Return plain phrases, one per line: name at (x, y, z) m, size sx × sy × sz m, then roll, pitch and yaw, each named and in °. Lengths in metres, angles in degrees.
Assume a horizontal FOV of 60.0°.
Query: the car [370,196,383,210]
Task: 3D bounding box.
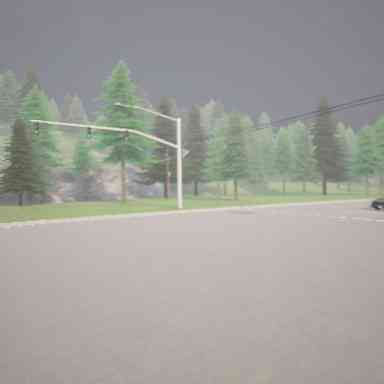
car at (16.567, 0.690, 26.648) m, size 5.357 × 1.411 × 2.033 m, roll -2°, pitch 2°, yaw -31°
